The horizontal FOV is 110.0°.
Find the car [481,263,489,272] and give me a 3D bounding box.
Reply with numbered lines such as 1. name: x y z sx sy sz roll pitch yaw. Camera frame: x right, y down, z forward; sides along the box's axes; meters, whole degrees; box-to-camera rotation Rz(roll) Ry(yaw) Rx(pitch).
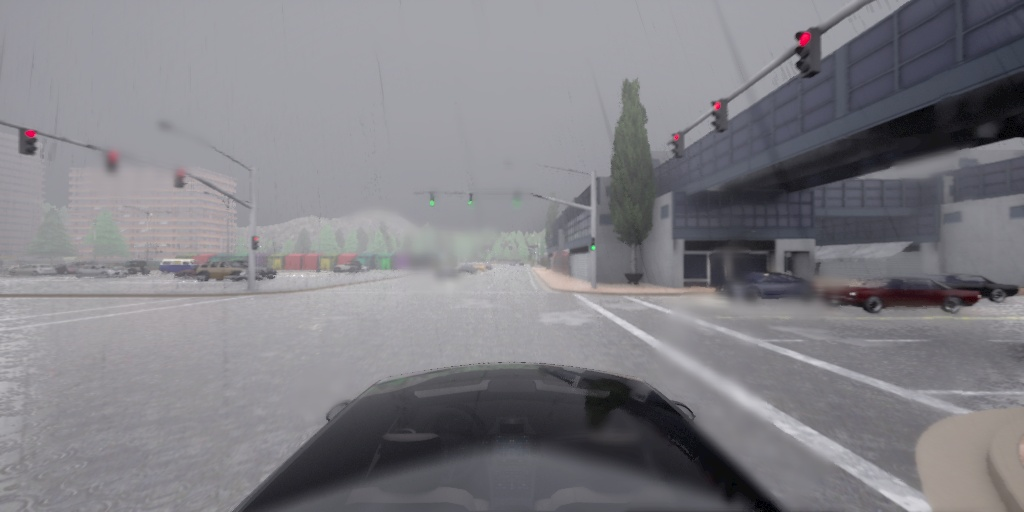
1. car: -5.767 2.032 63.700 1.882 1.535 5.008 0 -1 2

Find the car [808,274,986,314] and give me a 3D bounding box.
1. car: 14.914 1.502 14.106 4.718 1.301 1.895 0 -1 1

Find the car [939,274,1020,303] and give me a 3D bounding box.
1. car: 21.216 1.542 17.528 4.718 1.301 1.895 0 -1 1

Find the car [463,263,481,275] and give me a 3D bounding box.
1. car: -6.180 1.946 51.714 2.033 1.411 5.357 0 -1 2

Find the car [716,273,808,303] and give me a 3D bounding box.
1. car: 12.456 1.512 17.636 4.181 1.385 1.994 0 -1 1

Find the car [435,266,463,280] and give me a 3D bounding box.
1. car: -6.749 1.745 37.856 1.812 1.442 4.674 0 -1 2
